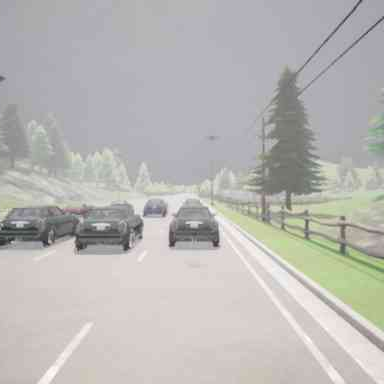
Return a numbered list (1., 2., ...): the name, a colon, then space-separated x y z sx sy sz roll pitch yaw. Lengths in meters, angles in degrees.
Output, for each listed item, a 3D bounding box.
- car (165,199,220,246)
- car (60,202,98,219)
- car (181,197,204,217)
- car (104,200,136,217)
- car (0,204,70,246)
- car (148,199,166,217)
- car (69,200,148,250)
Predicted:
1. car: 0.089 1.383 15.505 2.097 1.767 4.553 0 0 0
2. car: -10.422 1.662 31.062 1.895 1.301 4.718 0 0 0
3. car: 0.077 1.416 32.335 2.097 1.767 4.553 0 0 0
4. car: -6.923 1.555 32.571 2.128 1.511 4.902 0 0 0
5. car: -6.910 1.382 15.505 2.097 1.767 4.553 0 0 0
6. car: -3.423 1.416 32.335 2.097 1.767 4.553 0 0 0
7. car: -3.412 1.380 14.600 2.097 1.767 4.553 0 0 0
